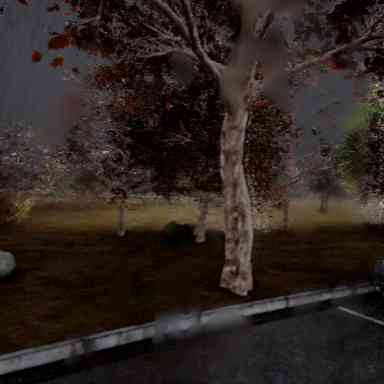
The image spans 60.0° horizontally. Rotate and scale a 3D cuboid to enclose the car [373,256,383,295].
[{"bbox_3d":[6.026,1.565,7.009,4.892,1.521,2.231,0,0,-25],"label":"car"}]
